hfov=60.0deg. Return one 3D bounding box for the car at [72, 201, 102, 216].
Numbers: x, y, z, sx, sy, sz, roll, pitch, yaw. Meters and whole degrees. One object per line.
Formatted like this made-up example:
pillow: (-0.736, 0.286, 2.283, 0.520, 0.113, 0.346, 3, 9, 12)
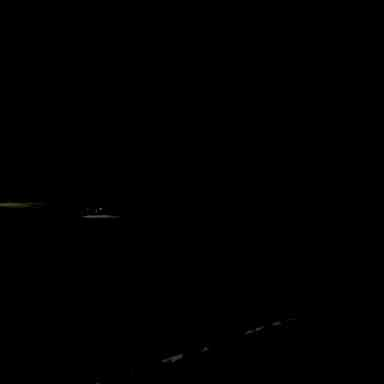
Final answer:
car: (-11.520, 1.762, 36.384, 1.837, 1.490, 4.892, 0, 0, -40)
